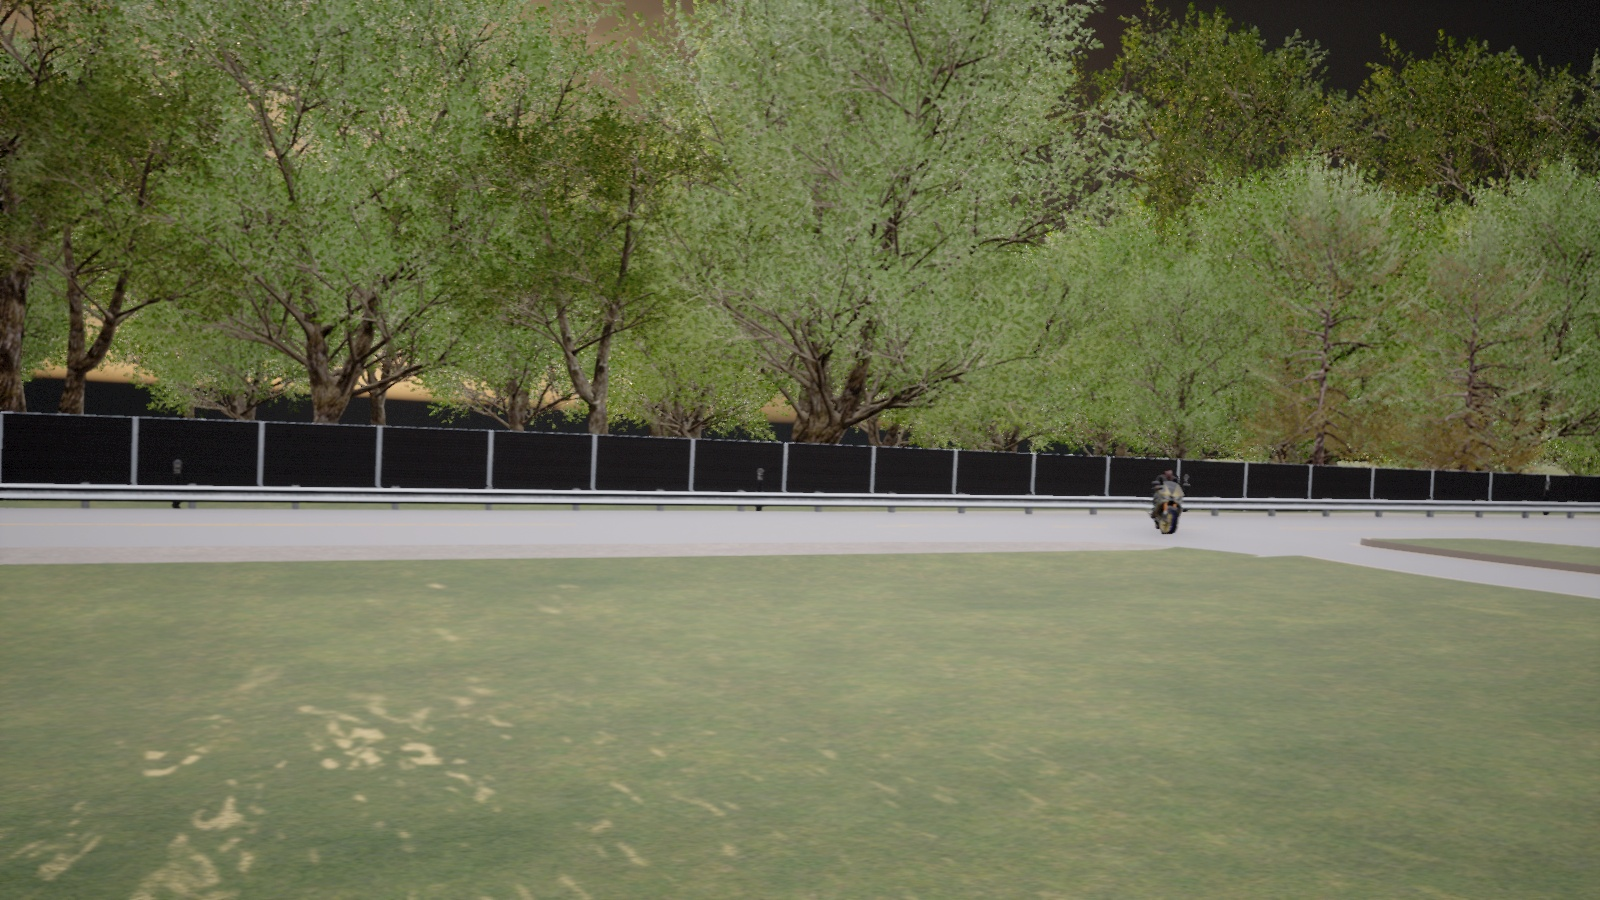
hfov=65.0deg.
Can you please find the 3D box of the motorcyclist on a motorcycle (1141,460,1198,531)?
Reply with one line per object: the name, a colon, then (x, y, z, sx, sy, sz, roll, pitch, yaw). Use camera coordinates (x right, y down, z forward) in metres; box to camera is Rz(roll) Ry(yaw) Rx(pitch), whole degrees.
motorcyclist on a motorcycle: (8.657, 1.041, 29.516, 0.866, 1.530, 2.191, 3, 1, 7)
